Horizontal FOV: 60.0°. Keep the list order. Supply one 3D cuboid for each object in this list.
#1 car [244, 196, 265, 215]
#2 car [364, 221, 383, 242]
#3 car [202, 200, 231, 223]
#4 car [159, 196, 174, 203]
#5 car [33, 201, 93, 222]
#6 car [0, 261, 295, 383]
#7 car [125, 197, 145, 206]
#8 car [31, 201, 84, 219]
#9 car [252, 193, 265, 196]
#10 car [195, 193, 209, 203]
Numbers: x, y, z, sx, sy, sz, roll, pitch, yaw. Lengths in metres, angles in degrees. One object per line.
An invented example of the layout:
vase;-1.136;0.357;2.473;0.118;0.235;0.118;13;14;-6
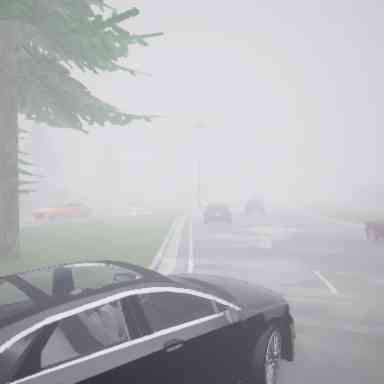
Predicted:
car;6.388;1.447;33.893;1.837;1.490;4.892;0;-1;9
car;8.814;1.565;13.148;1.895;1.301;4.718;0;0;0
car;1.914;1.529;25.169;1.994;1.385;4.181;0;0;3
car;-5.282;1.530;68.342;1.895;1.301;4.718;0;0;13
car;-10.081;1.469;26.383;1.882;1.535;5.008;0;0;27
car;-0.789;1.490;3.346;4.902;1.511;2.128;0;1;-44
car;-8.918;1.483;52.442;1.812;1.442;4.674;0;0;13
car;-12.082;1.556;30.075;1.994;1.385;4.181;0;0;26
car;12.831;1.115;64.099;2.150;2.045;5.566;0;0;13
car;2.073;1.192;69.141;2.150;2.045;5.566;0;0;13
